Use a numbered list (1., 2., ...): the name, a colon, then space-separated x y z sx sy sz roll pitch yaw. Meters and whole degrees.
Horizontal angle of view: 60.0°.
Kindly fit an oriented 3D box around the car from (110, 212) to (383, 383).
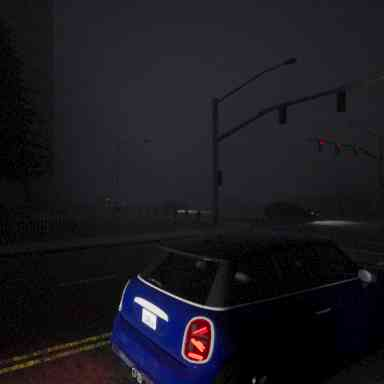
1. car: 1.288 1.352 4.718 4.553 1.767 2.097 0 0 -35

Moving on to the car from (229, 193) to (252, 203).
1. car: 11.429 1.394 78.321 1.970 1.475 3.806 0 0 -36

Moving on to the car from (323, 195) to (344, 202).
1. car: 31.599 1.362 74.179 1.784 1.438 3.905 0 0 -36

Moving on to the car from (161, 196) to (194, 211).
1. car: -2.128 1.563 41.246 1.994 1.385 4.181 0 0 -36

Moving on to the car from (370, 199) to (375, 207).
1. car: 23.422 1.155 46.878 1.905 1.878 3.866 0 0 -36

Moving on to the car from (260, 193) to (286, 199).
1. car: 15.492 1.394 62.674 1.970 1.475 3.806 0 0 -36

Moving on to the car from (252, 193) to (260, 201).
1. car: 13.787 1.362 80.000 1.784 1.438 3.905 0 0 -36

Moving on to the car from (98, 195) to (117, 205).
1. car: -15.175 1.349 59.586 2.097 1.767 4.553 0 0 -36

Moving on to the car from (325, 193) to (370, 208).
1. car: 21.034 1.152 45.243 1.932 1.855 4.605 0 0 -36

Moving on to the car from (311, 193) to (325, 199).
1. car: 29.203 1.151 72.551 1.932 1.855 4.605 0 0 -36

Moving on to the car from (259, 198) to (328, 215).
1. car: 8.135 1.504 27.282 1.837 1.490 4.892 0 0 -38
